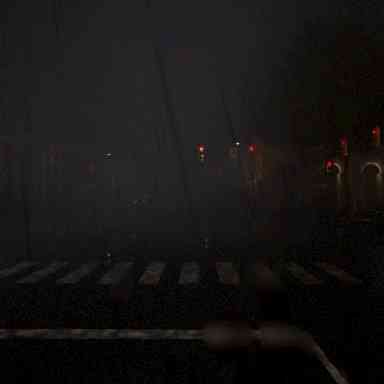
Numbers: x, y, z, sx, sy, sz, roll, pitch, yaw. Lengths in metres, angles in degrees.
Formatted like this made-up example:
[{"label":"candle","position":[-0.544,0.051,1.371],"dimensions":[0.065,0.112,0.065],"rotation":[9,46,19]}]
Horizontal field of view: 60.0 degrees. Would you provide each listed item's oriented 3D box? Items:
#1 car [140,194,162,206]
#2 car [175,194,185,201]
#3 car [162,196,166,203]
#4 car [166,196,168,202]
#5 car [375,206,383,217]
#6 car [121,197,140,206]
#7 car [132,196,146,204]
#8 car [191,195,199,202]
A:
[{"label":"car","position":[-6.688,1.547,54.193],"dimensions":[2.033,1.411,5.357],"rotation":[0,0,1]},{"label":"car","position":[-2.773,1.279,78.653],"dimensions":[2.097,1.767,4.553],"rotation":[0,0,1]},{"label":"car","position":[-6.581,1.526,63.782],"dimensions":[1.812,1.442,4.674],"rotation":[0,0,1]},{"label":"car","position":[-6.358,1.595,73.838],"dimensions":[1.895,1.301,4.718],"rotation":[0,0,1]},{"label":"car","position":[18.598,1.526,29.196],"dimensions":[4.674,1.442,1.812],"rotation":[0,0,1]},{"label":"car","position":[-10.181,1.547,54.364],"dimensions":[2.033,1.411,5.357],"rotation":[0,0,1]},{"label":"car","position":[-10.084,1.564,63.595],"dimensions":[1.994,1.385,4.181],"rotation":[0,0,1]},{"label":"car","position":[0.727,1.450,78.623],"dimensions":[2.128,1.511,4.902],"rotation":[0,0,1]}]
